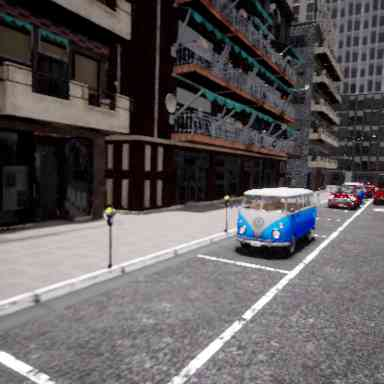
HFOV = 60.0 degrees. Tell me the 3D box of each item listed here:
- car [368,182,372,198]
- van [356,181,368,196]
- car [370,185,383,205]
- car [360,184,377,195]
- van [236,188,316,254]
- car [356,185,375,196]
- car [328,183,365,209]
[{"bbox_3d":[20.040,-0.301,39.056,2.192,1.841,5.009,4,4,31],"label":"car"},{"bbox_3d":[14.292,0.079,29.570,1.690,1.788,3.998,4,4,31],"label":"van"},{"bbox_3d":[17.339,0.328,29.654,1.882,1.535,5.008,4,4,31],"label":"car"},{"bbox_3d":[25.780,-0.425,48.557,1.887,1.381,4.507,4,4,31],"label":"car"},{"bbox_3d":[2.799,0.783,10.594,1.690,1.788,3.998,4,4,31],"label":"van"},{"bbox_3d":[22.906,-0.227,43.814,1.947,1.339,4.313,4,4,31],"label":"car"},{"bbox_3d":[11.416,0.354,24.831,1.967,1.590,4.097,4,4,31],"label":"car"}]
